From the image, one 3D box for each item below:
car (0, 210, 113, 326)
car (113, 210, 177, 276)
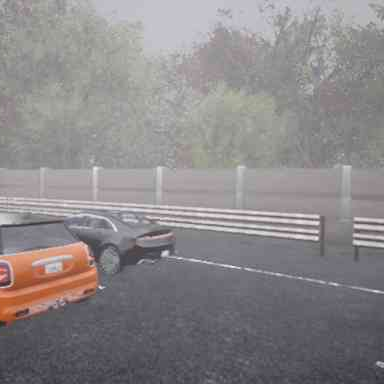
[{"bbox_3d":[-3.992,1.164,6.394,4.553,1.767,2.097,2,1,32],"label":"car"},{"bbox_3d":[-2.735,1.277,9.674,4.902,1.511,2.128,2,1,31],"label":"car"}]
